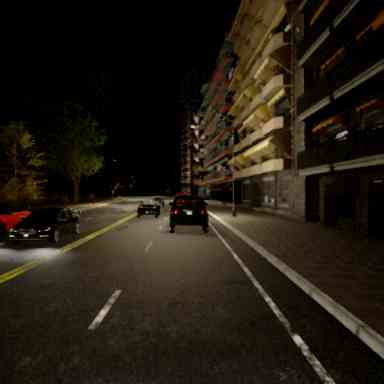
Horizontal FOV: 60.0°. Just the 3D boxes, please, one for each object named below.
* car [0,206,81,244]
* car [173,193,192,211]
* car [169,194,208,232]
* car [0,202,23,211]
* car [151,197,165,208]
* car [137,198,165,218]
[{"bbox_3d":[-6.807,1.511,15.958,1.837,1.490,4.892,0,0,-1],"label":"car"},{"bbox_3d":[-1.254,1.220,42.064,2.150,2.045,5.566,0,0,-4],"label":"car"},{"bbox_3d":[-0.229,1.218,20.410,2.150,2.045,5.566,0,0,-2],"label":"car"},{"bbox_3d":[-10.084,1.362,17.089,2.097,1.767,4.553,0,0,-1],"label":"car"},{"bbox_3d":[-5.144,1.551,51.126,2.033,1.411,5.357,0,0,-5],"label":"car"},{"bbox_3d":[-3.890,1.493,30.597,2.128,1.511,4.902,0,0,-3],"label":"car"}]
